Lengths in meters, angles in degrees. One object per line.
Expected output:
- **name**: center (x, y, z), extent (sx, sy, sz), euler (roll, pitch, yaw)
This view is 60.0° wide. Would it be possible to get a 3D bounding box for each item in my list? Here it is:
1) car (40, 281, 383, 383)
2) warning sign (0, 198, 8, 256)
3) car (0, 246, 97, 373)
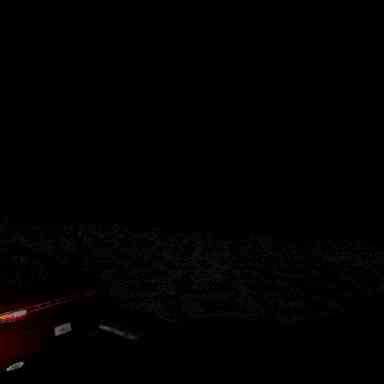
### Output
- **car**: center (1.190, 1.545, 2.113), extent (4.507, 1.381, 1.887), euler (0, 0, 35)
- **warning sign**: center (-6.828, 1.130, 10.663), extent (1.060, 1.860, 1.300), euler (0, 0, 35)
- **car**: center (-3.399, 1.551, 5.385), extent (4.507, 1.381, 1.887), euler (0, 0, 35)
